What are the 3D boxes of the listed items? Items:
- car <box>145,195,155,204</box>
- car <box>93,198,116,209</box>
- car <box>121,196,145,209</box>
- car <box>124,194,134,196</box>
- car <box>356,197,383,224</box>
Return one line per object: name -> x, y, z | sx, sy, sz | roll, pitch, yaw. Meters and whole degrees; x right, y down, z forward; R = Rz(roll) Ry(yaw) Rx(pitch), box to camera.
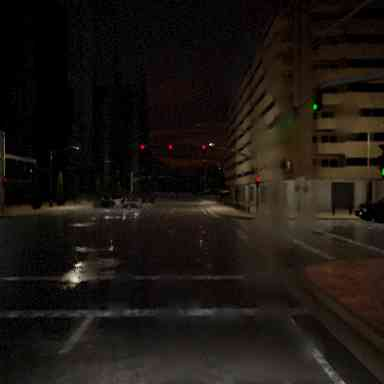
car -> -7.725, 1.308, 59.074 | 2.128, 1.511, 4.902 | 0, 0, 0
car -> -11.062, 1.469, 42.100 | 1.895, 1.301, 4.718 | 0, 0, -1
car -> -7.563, 1.469, 42.156 | 1.895, 1.301, 4.718 | 0, 0, -1
car -> -11.222, 1.167, 59.015 | 2.097, 1.767, 4.553 | 0, 0, 0
car -> 14.998, 1.203, 24.186 | 5.566, 2.045, 2.150 | 0, 0, -1
